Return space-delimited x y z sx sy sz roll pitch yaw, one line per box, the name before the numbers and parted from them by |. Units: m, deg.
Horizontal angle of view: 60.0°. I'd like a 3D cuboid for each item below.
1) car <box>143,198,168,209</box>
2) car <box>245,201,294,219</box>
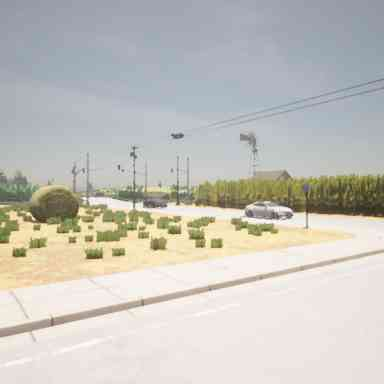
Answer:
car | -5.068 1.547 45.382 1.812 1.442 4.674 0 0 -34
car | 6.495 1.548 28.524 1.812 1.442 4.674 0 0 -34
